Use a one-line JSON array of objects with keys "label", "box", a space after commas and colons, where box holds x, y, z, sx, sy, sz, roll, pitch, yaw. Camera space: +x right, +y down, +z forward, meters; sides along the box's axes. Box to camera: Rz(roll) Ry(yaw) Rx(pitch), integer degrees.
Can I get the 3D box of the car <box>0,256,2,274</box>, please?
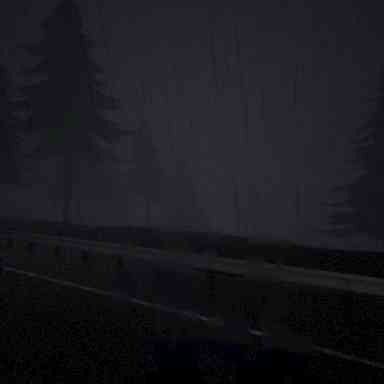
[{"label": "car", "box": [-6.675, 1.505, 8.366, 4.181, 1.385, 1.994, 0, 0, 33]}]
